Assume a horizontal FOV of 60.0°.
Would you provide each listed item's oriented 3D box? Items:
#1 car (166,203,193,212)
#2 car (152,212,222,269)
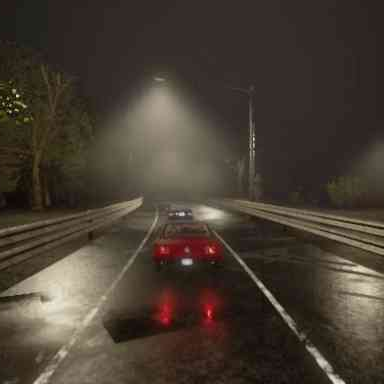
[{"bbox_3d":[-0.875,1.458,23.881,2.033,1.411,5.357,0,0,-4],"label":"car"},{"bbox_3d":[-0.182,1.561,11.021,1.895,1.301,4.718,0,0,-2],"label":"car"}]
